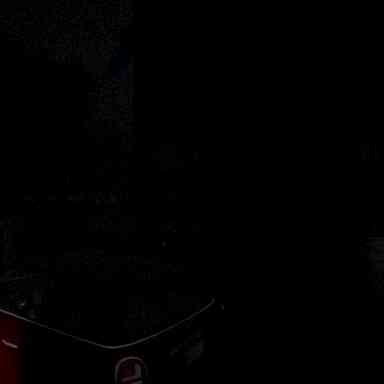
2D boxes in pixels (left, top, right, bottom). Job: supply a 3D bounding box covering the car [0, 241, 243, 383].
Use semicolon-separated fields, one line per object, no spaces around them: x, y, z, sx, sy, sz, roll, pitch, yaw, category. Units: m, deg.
-1.556;1.440;4.053;4.097;1.590;1.967;0;0;35;car
